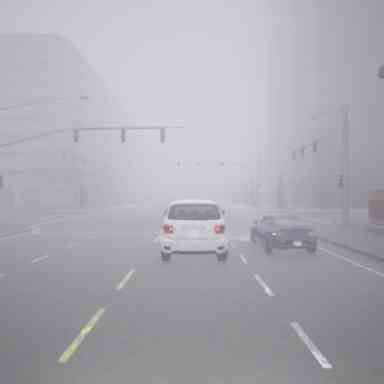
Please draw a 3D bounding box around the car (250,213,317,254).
[{"bbox_3d":[3.608,1.594,13.639,1.812,1.442,4.674,0,0,0],"label":"car"}]

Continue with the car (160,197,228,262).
[{"bbox_3d":[0.092,1.284,12.496,2.150,2.045,5.566,0,0,1],"label":"car"}]

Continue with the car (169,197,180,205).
[{"bbox_3d":[-3.531,1.818,68.442,1.882,1.535,5.008,0,0,1],"label":"car"}]

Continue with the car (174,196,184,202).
[{"bbox_3d":[-3.292,1.699,84.891,2.128,1.511,4.902,0,0,1],"label":"car"}]
